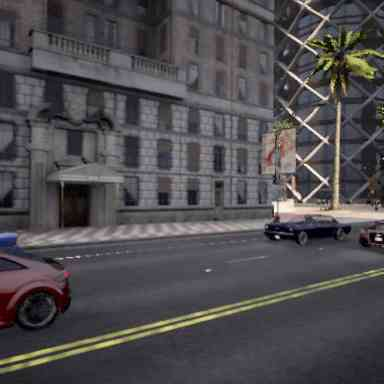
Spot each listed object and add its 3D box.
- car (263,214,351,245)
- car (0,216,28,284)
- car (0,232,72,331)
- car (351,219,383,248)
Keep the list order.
[{"bbox_3d":[5.738,1.765,16.435,4.718,1.301,1.895,1,0,-34],"label":"car"},{"bbox_3d":[-6.772,1.460,7.797,5.008,1.535,1.882,1,0,-35],"label":"car"},{"bbox_3d":[-4.167,1.556,5.350,4.181,1.385,1.994,1,-1,-35],"label":"car"},{"bbox_3d":[9.187,1.752,14.539,4.181,1.385,1.994,1,-1,-34],"label":"car"}]
